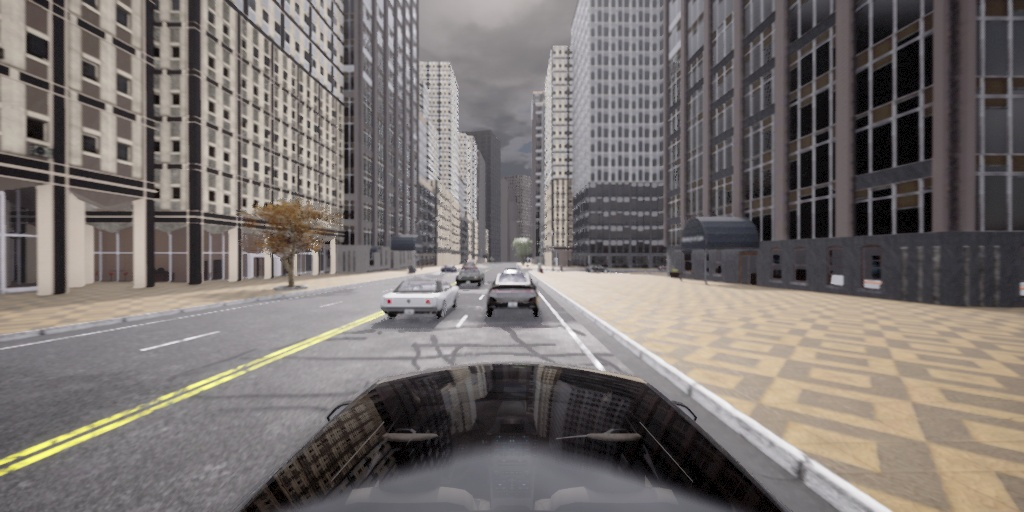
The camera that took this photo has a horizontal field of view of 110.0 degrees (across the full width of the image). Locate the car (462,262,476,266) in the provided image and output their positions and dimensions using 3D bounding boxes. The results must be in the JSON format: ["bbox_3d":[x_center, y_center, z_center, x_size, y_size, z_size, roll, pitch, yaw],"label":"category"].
[{"bbox_3d":[-6.545,1.746,54.971,2.097,1.767,4.553,0,-1,0],"label":"car"}]

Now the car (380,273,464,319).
[{"bbox_3d":[-3.208,1.493,13.507,1.895,1.301,4.718,0,-1,1],"label":"car"}]

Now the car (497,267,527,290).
[{"bbox_3d":[0.029,1.603,26.938,2.033,1.411,5.357,0,-1,1],"label":"car"}]

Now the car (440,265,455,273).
[{"bbox_3d":[-9.790,2.002,55.532,1.895,1.301,4.718,0,-1,1],"label":"car"}]

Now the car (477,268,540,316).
[{"bbox_3d":[0.045,1.390,14.003,2.128,1.511,4.902,0,-1,0],"label":"car"}]

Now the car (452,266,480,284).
[{"bbox_3d":[-3.207,1.675,28.509,1.895,1.301,4.718,0,-1,1],"label":"car"}]
